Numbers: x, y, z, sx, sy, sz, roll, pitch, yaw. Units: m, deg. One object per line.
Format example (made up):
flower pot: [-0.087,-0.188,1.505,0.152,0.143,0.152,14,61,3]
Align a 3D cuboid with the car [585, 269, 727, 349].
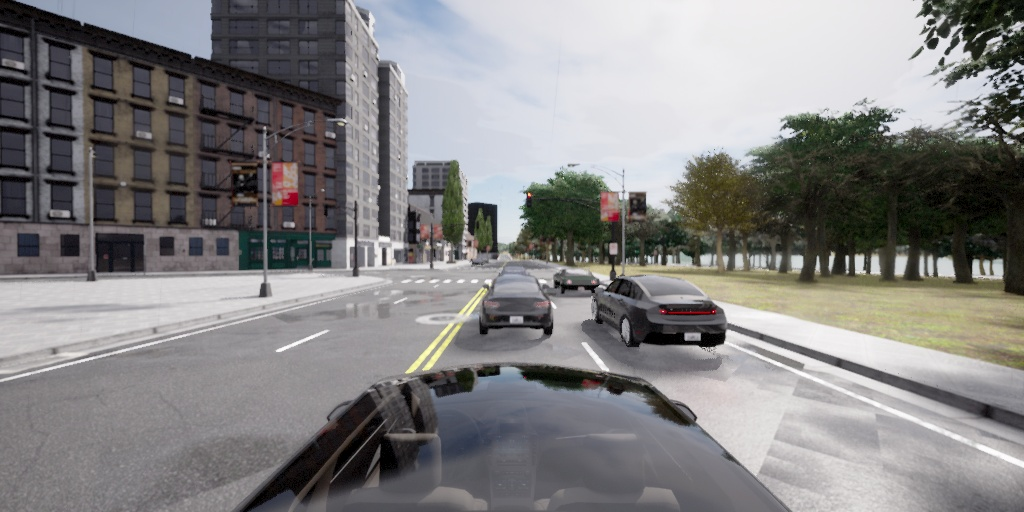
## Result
car: [3.358,1.232,9.074,1.837,1.490,4.892,0,0,0]

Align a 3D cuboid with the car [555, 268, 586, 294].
car: [3.370,1.291,19.621,1.895,1.301,4.718,0,0,0]

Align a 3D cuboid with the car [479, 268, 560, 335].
car: [0.112,1.247,10.285,1.812,1.442,4.674,0,0,0]
